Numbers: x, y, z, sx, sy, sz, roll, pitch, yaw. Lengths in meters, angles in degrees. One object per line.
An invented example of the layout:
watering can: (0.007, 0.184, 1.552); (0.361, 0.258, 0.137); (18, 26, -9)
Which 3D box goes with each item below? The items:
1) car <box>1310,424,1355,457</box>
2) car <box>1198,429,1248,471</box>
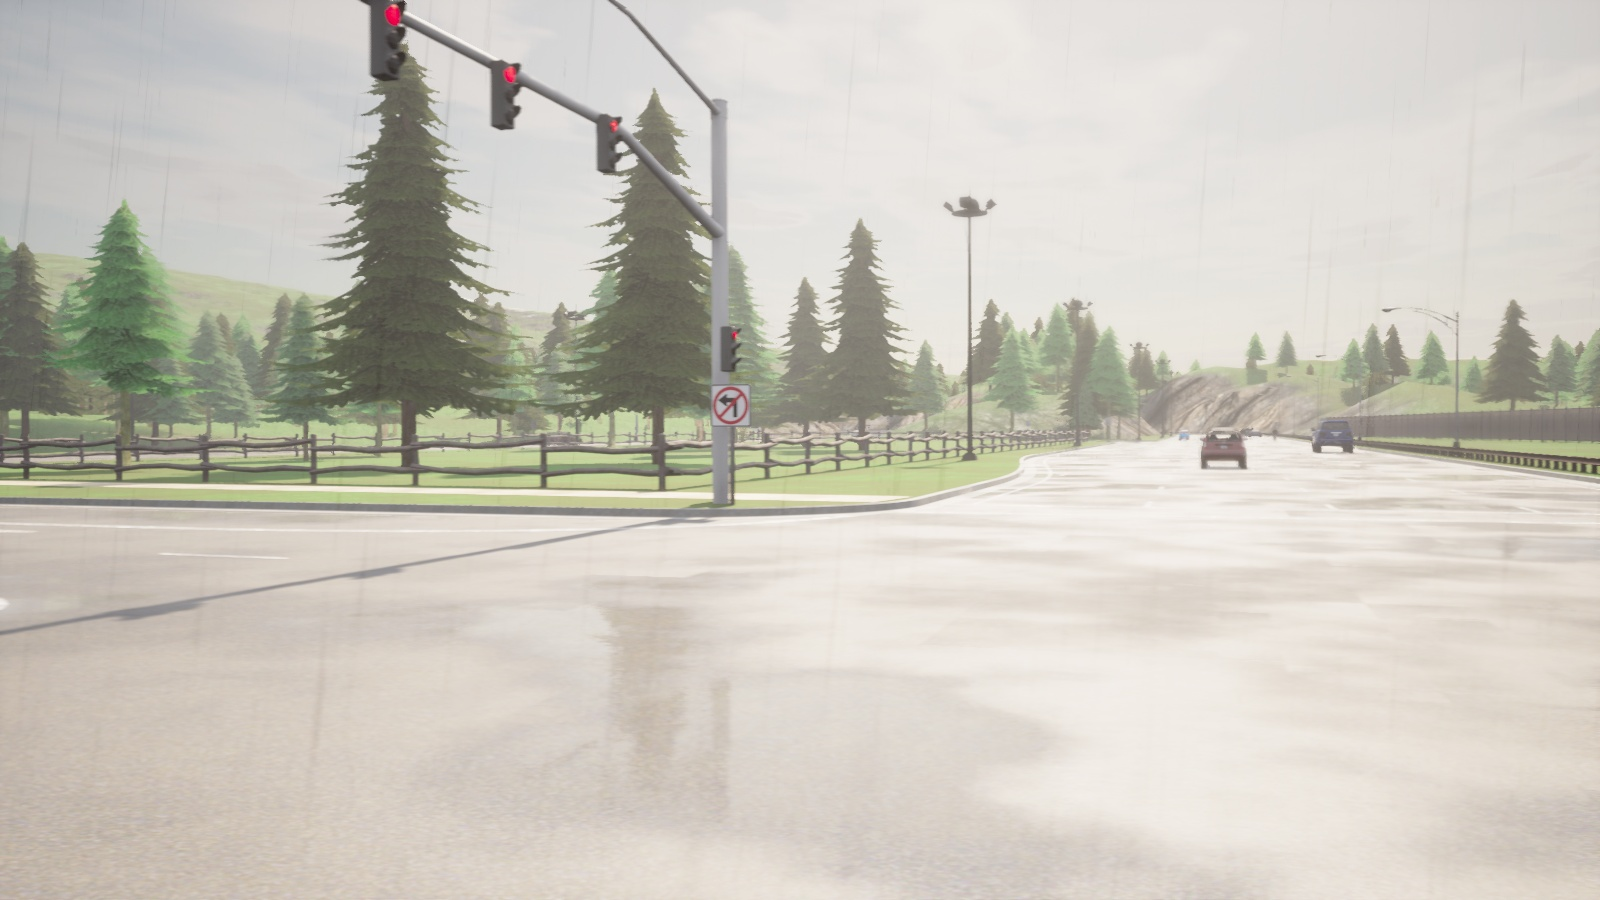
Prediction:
car: (34.142, -0.617, 80.620); (2.150, 2.045, 5.566); (1, 1, 18)
car: (17.078, -0.024, 50.783); (1.851, 1.617, 3.988); (1, 1, 18)
